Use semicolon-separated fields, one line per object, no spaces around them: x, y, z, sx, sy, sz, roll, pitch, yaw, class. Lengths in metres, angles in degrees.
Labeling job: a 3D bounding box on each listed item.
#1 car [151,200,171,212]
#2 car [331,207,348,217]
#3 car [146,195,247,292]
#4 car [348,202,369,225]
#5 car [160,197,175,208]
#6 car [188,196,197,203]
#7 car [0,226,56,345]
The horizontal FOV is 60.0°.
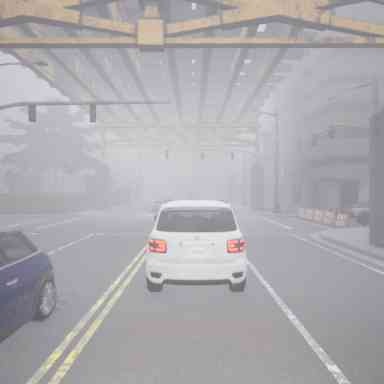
-3.571;1.600;39.080;1.895;1.301;4.718;0;0;0;car
13.653;1.294;26.257;4.536;1.218;1.853;0;0;25;car
0.085;1.221;9.075;2.150;2.045;5.566;0;0;0;car
13.277;1.452;22.120;4.974;1.542;2.038;0;0;-20;car
-3.556;1.525;49.028;1.812;1.442;4.674;0;0;0;car
0.146;1.524;67.407;1.812;1.442;4.674;0;0;0;car
-3.564;1.352;4.234;2.097;1.767;4.553;0;0;0;car
